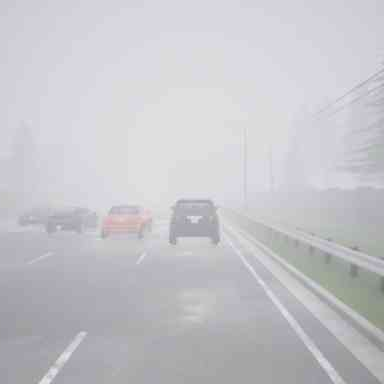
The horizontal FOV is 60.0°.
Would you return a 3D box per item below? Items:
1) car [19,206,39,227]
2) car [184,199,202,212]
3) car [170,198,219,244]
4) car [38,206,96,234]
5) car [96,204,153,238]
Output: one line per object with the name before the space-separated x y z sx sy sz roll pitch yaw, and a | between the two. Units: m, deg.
car | -10.390 1.656 23.530 1.994 1.385 4.181 0 0 0
car | 0.115 1.656 42.639 2.128 1.511 4.902 0 0 0
car | 0.109 1.286 16.380 2.150 2.045 5.566 0 0 0
car | -6.892 1.583 19.626 1.837 1.490 4.892 0 0 0
car | -3.394 1.421 18.099 2.097 1.767 4.553 0 0 0
